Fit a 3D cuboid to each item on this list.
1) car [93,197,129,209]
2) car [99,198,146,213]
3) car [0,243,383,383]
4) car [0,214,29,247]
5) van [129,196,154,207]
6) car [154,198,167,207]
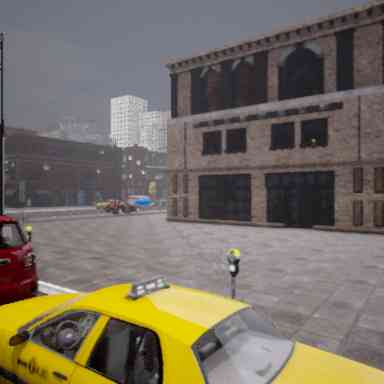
[{"bbox_3d":[-11.519,1.655,46.403,1.752,1.417,4.829,0,0,35],"label":"car"},{"bbox_3d":[-7.696,1.655,37.175,1.887,1.381,4.507,0,0,35],"label":"car"},{"bbox_3d":[-0.636,1.524,3.327,4.829,1.417,1.752,0,0,35],"label":"car"},{"bbox_3d":[-5.008,1.311,6.444,5.009,1.841,2.192,0,0,35],"label":"car"},{"bbox_3d":[-8.246,1.499,51.065,1.690,1.788,3.998,0,0,35],"label":"van"},{"bbox_3d":[-5.069,1.737,55.586,2.008,1.369,4.403,0,0,35],"label":"car"}]
